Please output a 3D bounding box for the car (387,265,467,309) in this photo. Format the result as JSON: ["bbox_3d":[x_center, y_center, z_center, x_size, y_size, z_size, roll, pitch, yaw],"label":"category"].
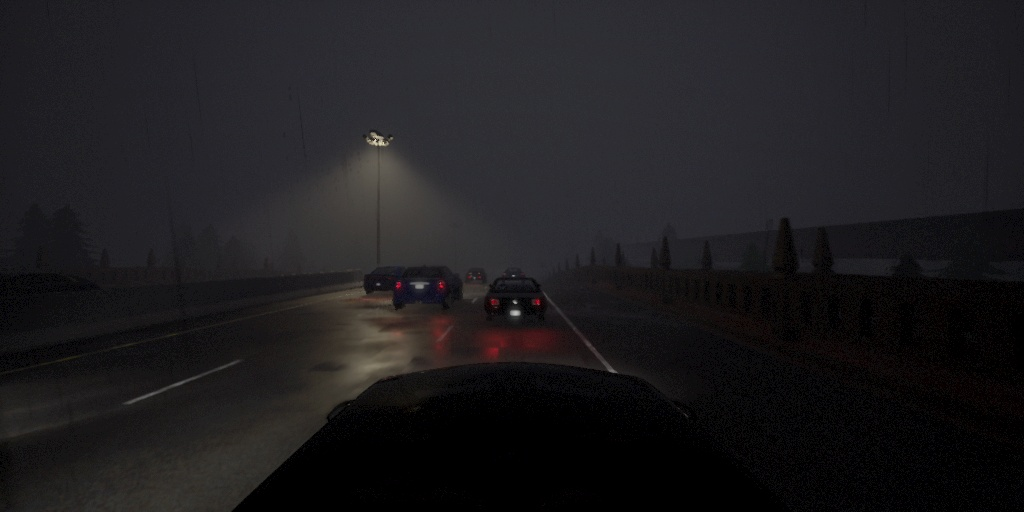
[{"bbox_3d":[-3.391,1.159,15.275,2.097,1.767,4.553,0,0,0],"label":"car"}]

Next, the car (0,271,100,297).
[{"bbox_3d":[-17.593,1.302,12.411,1.837,1.490,4.892,0,0,0],"label":"car"}]

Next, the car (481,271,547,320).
[{"bbox_3d":[0.107,1.397,12.769,1.895,1.301,4.718,0,0,0],"label":"car"}]

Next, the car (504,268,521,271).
[{"bbox_3d":[0.119,1.732,31.160,1.994,1.385,4.181,0,-3,0],"label":"car"}]

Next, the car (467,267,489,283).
[{"bbox_3d":[-3.379,1.893,34.936,1.837,1.490,4.892,0,-3,0],"label":"car"}]

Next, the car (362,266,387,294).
[{"bbox_3d":[-6.887,1.321,20.953,1.882,1.535,5.008,0,0,0],"label":"car"}]

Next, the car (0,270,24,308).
[{"bbox_3d":[-21.092,1.302,12.384,1.837,1.490,4.892,0,0,0],"label":"car"}]
